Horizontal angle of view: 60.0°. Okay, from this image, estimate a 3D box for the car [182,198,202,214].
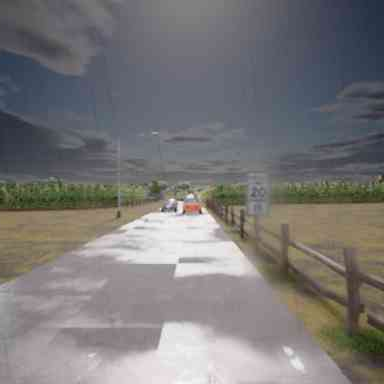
[{"bbox_3d":[0.019,1.461,37.197,2.097,1.767,4.553,0,0,0],"label":"car"}]

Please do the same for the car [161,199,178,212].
[{"bbox_3d":[-2.730,1.620,41.400,2.128,1.511,4.902,0,0,0],"label":"car"}]

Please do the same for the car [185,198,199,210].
[{"bbox_3d":[0.029,1.674,47.918,1.837,1.490,4.892,0,0,0],"label":"car"}]
